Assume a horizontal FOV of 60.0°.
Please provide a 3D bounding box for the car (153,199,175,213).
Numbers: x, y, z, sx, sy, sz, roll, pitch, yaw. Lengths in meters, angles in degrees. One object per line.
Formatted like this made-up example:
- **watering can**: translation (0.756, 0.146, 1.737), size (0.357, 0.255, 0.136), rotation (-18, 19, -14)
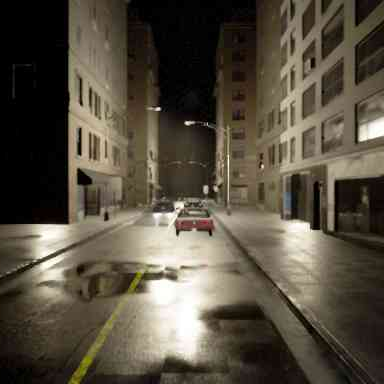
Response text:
- **car**: translation (-2.745, 1.351, 33.584), size (1.994, 1.385, 4.181), rotation (0, 0, 0)

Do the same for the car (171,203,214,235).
- **car**: translation (0.107, 1.481, 17.787), size (1.895, 1.301, 4.718), rotation (0, 0, 0)

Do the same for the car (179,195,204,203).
- **car**: translation (0.116, 1.292, 31.193), size (2.128, 1.511, 4.902), rotation (0, 0, -1)

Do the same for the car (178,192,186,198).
- **car**: translation (-2.719, 0.815, 93.344), size (2.097, 1.767, 4.553), rotation (0, 0, 0)

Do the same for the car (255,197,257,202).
- **car**: translation (12.284, 1.014, 51.432), size (5.009, 1.841, 2.192), rotation (0, 0, 0)
